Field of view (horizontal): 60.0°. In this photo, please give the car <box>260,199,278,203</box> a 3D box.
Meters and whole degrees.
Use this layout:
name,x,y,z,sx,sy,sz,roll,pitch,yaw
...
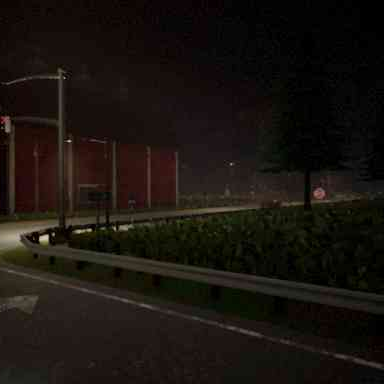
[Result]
name,x,y,z,sx,sy,sz,roll,pitch,yaw
car,12.561,1.819,53.244,1.895,1.301,4.718,-1,0,37

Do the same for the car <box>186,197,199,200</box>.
name,x,y,z,sx,sy,sz,roll,pitch,yaw
car,0.020,1.980,82.427,1.816,1.474,4.193,-1,0,36
